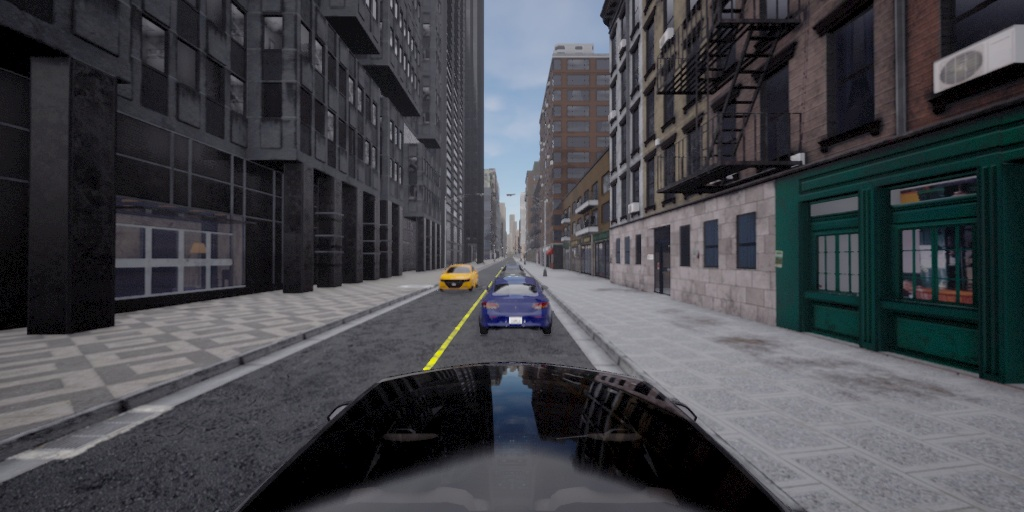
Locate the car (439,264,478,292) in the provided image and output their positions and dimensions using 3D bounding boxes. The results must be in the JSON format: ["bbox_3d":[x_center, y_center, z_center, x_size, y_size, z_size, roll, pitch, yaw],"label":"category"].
[{"bbox_3d":[-3.128,1.269,21.796,1.882,1.535,5.008,0,0,0],"label":"car"}]

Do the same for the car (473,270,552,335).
[{"bbox_3d":[0.089,1.294,10.444,1.812,1.442,4.674,0,0,0],"label":"car"}]

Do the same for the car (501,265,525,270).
[{"bbox_3d":[0.063,1.369,28.523,1.994,1.385,4.181,0,0,0],"label":"car"}]
